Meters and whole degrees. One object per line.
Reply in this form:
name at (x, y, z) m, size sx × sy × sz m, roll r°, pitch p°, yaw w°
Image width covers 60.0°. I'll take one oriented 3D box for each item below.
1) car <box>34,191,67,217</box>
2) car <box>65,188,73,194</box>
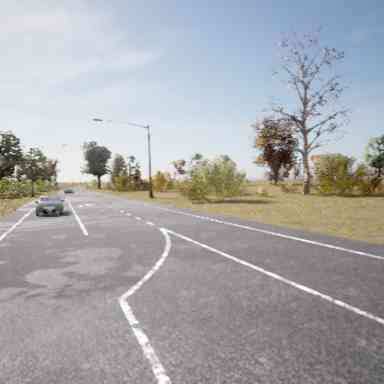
car at (-11.084, 1.014, 25.993) m, size 2.128 × 1.511 × 4.902 m, roll -3°, pitch 2°, yaw -22°
car at (-31.086, -0.216, 83.694) m, size 1.994 × 1.385 × 4.181 m, roll -2°, pitch 2°, yaw -16°
